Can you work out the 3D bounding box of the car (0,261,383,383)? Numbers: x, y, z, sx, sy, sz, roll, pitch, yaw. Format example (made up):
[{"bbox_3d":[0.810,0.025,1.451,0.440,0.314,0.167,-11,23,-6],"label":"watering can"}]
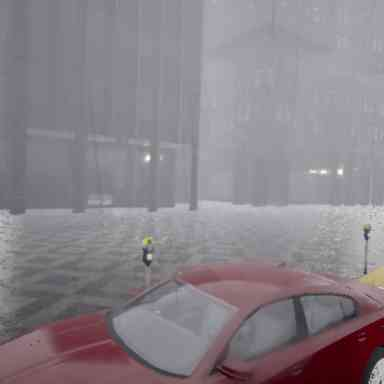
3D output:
[{"bbox_3d":[0.341,1.456,3.271,4.507,1.381,1.887,1,2,-33],"label":"car"}]
